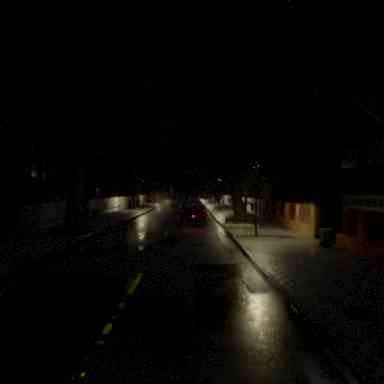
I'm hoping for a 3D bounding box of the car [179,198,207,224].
[{"bbox_3d":[0.092,1.427,24.160,1.882,1.535,5.008,0,0,0],"label":"car"}]

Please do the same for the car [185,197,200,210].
[{"bbox_3d":[0.075,1.436,42.189,1.812,1.442,4.674,0,0,0],"label":"car"}]
